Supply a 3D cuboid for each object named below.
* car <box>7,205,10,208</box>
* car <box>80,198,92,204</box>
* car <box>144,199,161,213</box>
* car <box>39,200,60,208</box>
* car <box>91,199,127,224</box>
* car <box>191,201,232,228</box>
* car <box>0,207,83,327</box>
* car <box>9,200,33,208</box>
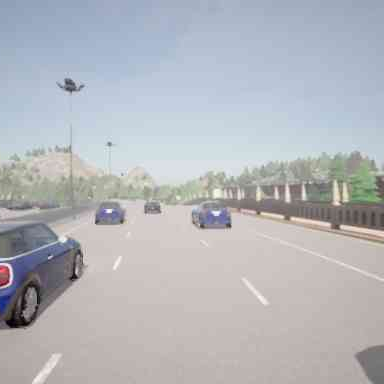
[{"bbox_3d":[-12.434,1.671,18.458,2.033,1.411,5.357,0,0,-8],"label":"car"},{"bbox_3d":[-18.220,1.859,58.280,1.882,1.535,5.008,0,-2,-8],"label":"car"},{"bbox_3d":[-4.720,1.633,39.543,2.128,1.511,4.902,0,0,-8],"label":"car"},{"bbox_3d":[-20.183,1.821,47.295,1.994,1.385,4.181,0,0,-8],"label":"car"},{"bbox_3d":[-6.319,1.463,26.269,2.097,1.767,4.553,0,0,-8],"label":"car"},{"bbox_3d":[1.232,1.407,22.900,2.097,1.767,4.553,0,0,-8],"label":"car"},{"bbox_3d":[-3.892,1.391,7.183,2.097,1.767,4.553,0,0,-4],"label":"car"},{"bbox_3d":[-23.488,1.819,45.685,2.033,1.411,5.357,0,0,-8],"label":"car"}]
